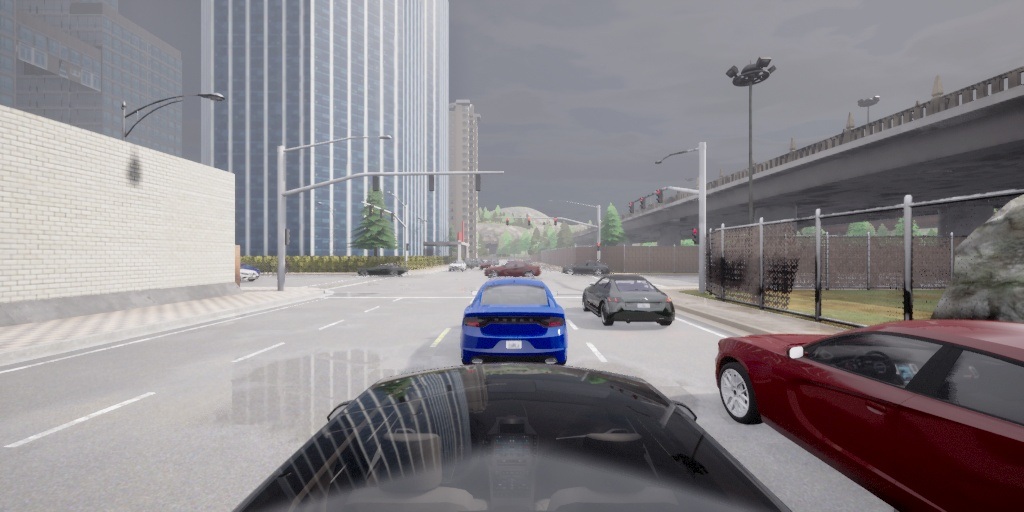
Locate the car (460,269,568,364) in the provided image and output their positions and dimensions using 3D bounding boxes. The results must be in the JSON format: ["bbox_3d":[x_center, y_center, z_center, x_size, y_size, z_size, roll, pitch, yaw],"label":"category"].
[{"bbox_3d":[0.053,1.228,8.049,1.882,1.535,5.008,0,0,1],"label":"car"}]

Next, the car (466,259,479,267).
[{"bbox_3d":[-7.051,1.314,64.776,1.994,1.385,4.181,0,0,-1],"label":"car"}]

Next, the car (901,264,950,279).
[{"bbox_3d":[37.855,1.406,32.006,4.718,1.301,1.895,0,0,0],"label":"car"}]

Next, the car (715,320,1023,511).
[{"bbox_3d":[3.601,1.228,2.715,1.882,1.535,5.008,0,0,0],"label":"car"}]

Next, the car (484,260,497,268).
[{"bbox_3d":[-3.566,1.351,61.058,1.895,1.301,4.718,0,0,0],"label":"car"}]

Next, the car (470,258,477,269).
[{"bbox_3d":[-7.078,1.102,56.136,2.097,1.767,4.553,0,0,0],"label":"car"}]

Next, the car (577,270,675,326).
[{"bbox_3d":[3.576,1.314,11.709,1.994,1.385,4.181,0,0,0],"label":"car"}]

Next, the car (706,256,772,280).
[{"bbox_3d":[19.998,1.026,31.980,5.566,2.045,2.150,0,0,0],"label":"car"}]

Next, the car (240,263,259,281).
[{"bbox_3d":[-22.634,1.331,28.218,4.674,1.442,1.812,0,0,0],"label":"car"}]

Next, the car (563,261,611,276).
[{"bbox_3d":[7.709,1.293,37.014,4.892,1.490,1.837,1,1,23],"label":"car"}]

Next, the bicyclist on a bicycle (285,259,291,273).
[{"bbox_3d":[-25.296,1.106,40.175,0.582,1.620,1.656,0,0,0],"label":"bicyclist on a bicycle"}]

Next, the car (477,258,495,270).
[{"bbox_3d":[-3.579,1.351,51.894,1.895,1.301,4.718,0,0,0],"label":"car"}]

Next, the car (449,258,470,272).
[{"bbox_3d":[-7.086,1.276,47.271,1.812,1.442,4.674,0,0,0],"label":"car"}]

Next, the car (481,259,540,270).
[{"bbox_3d":[0.059,1.255,31.945,5.008,1.535,1.882,0,0,0],"label":"car"}]

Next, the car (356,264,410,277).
[{"bbox_3d":[-12.719,1.399,35.418,4.718,1.301,1.895,0,0,0],"label":"car"}]
